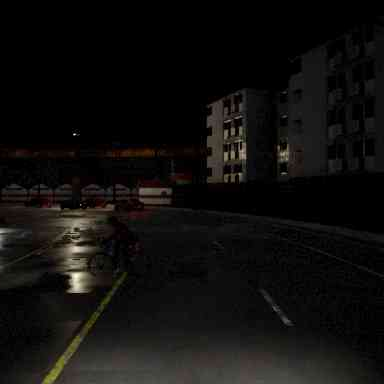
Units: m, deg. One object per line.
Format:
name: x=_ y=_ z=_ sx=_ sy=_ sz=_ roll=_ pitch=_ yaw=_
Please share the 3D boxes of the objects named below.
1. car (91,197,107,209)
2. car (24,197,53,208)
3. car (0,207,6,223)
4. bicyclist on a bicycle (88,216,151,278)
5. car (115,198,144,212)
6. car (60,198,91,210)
car: x=-13.746 y=1.477 z=45.979 sx=5.008 sy=1.535 sz=1.882 roll=0 pitch=0 yaw=42
car: x=-22.189 y=1.477 z=47.971 sx=5.008 sy=1.535 sz=1.882 roll=0 pitch=0 yaw=31
car: x=-13.823 y=1.525 z=22.455 sx=1.812 sy=1.442 sz=4.674 roll=0 pitch=0 yaw=-23
bicyclist on a bicycle: x=-1.900 y=1.453 z=8.687 sx=1.656 sy=1.620 sz=0.582 roll=-1 pitch=0 yaw=-2
car: x=-7.383 y=1.478 z=38.927 sx=1.882 sy=1.535 sz=5.008 roll=0 pitch=0 yaw=-36
car: x=-15.142 y=1.564 z=42.387 sx=1.994 sy=1.385 sz=4.181 roll=0 pitch=0 yaw=-45
